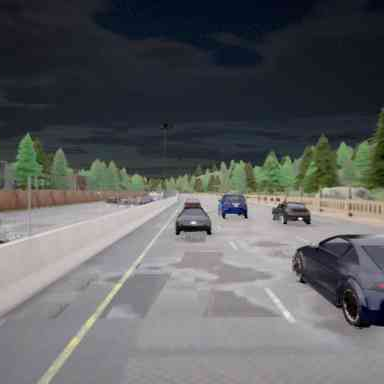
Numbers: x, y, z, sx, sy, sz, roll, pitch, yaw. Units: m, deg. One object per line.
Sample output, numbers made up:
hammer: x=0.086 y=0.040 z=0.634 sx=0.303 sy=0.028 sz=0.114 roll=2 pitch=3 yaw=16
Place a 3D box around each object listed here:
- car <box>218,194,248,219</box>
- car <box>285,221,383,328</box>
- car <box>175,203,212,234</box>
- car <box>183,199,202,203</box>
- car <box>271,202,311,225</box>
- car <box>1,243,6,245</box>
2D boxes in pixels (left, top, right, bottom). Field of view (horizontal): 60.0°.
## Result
car: x=3.576 y=1.222 z=29.659 sx=2.150 sy=2.045 sz=5.566 roll=0 pitch=0 yaw=0
car: x=3.585 y=1.563 z=6.969 sx=1.994 sy=1.385 sz=4.181 roll=0 pitch=0 yaw=0
car: x=0.078 y=1.565 z=19.255 sx=1.994 sy=1.385 sz=4.181 roll=0 pitch=0 yaw=0
car: x=0.070 y=1.479 z=36.883 sx=1.882 sy=1.535 sz=5.008 roll=0 pitch=0 yaw=0
car: x=7.081 y=1.504 z=24.140 sx=1.837 sy=1.490 sz=4.892 roll=0 pitch=0 yaw=0
car: x=-7.107 y=1.528 z=9.440 sx=1.812 sy=1.442 sz=4.674 roll=0 pitch=0 yaw=0
